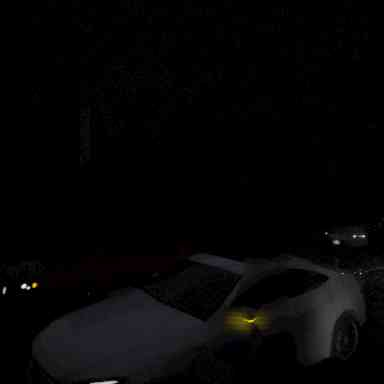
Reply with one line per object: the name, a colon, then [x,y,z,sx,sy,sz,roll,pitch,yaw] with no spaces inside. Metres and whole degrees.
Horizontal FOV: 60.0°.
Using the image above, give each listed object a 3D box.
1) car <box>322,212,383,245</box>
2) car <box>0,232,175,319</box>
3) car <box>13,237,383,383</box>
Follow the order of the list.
car: [7.242,1.568,13.480,4.902,1.511,2.128,0,0,-35]
car: [-1.700,1.582,7.081,4.181,1.385,1.994,0,0,-36]
car: [0.466,1.543,4.328,4.674,1.442,1.812,1,0,-36]
